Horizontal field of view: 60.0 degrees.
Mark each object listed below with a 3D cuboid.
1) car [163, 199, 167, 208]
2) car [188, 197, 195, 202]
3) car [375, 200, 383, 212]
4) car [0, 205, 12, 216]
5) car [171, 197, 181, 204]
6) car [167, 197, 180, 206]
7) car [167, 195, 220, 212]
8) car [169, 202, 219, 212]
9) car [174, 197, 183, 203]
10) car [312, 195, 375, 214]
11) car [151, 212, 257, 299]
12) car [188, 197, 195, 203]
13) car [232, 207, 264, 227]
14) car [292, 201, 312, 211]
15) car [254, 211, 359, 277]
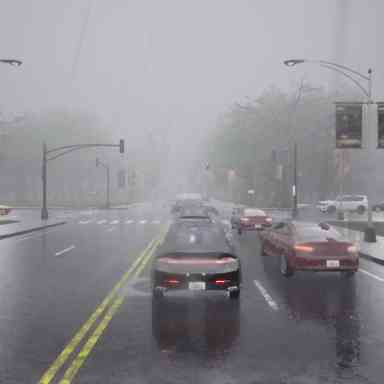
[{"bbox_3d":[-3.411,1.760,52.026,1.895,1.301,4.718,0,0,0],"label":"car"},{"bbox_3d":[-0.122,1.965,92.967,1.994,1.385,4.181,0,-1,0],"label":"car"},{"bbox_3d":[23.945,1.695,40.874,5.008,1.535,1.882,0,0,0],"label":"car"},{"bbox_3d":[-19.239,1.483,30.546,5.008,1.535,1.882,0,0,-1],"label":"car"},{"bbox_3d":[-3.343,1.850,71.289,1.994,1.385,4.181,0,-1,0],"label":"car"},{"bbox_3d":[-3.396,1.705,61.378,2.128,1.511,4.902,0,0,1],"label":"car"},{"bbox_3d":[0.290,1.417,30.719,4.553,1.767,2.097,0,0,0],"label":"car"},{"bbox_3d":[0.078,1.517,17.879,2.128,1.511,4.902,0,0,0],"label":"car"},{"bbox_3d":[-3.357,1.945,81.766,2.033,1.411,5.357,0,-1,0],"label":"car"},{"bbox_3d":[17.058,1.398,37.567,5.566,2.045,2.150,0,0,-1],"label":"car"},{"bbox_3d":[0.089,1.496,8.471,2.128,1.511,4.902,0,0,0],"label":"car"},{"bbox_3d":[-0.107,1.893,82.514,1.882,1.535,5.008,0,-1,0],"label":"car"},{"bbox_3d":[3.336,1.555,18.997,1.812,1.442,4.674,0,0,1],"label":"car"},{"bbox_3d":[14.813,1.772,40.790,4.718,1.301,1.895,0,0,0],"label":"car"},{"bbox_3d":[3.333,1.532,10.189,1.812,1.442,4.674,0,0,0],"label":"car"}]
